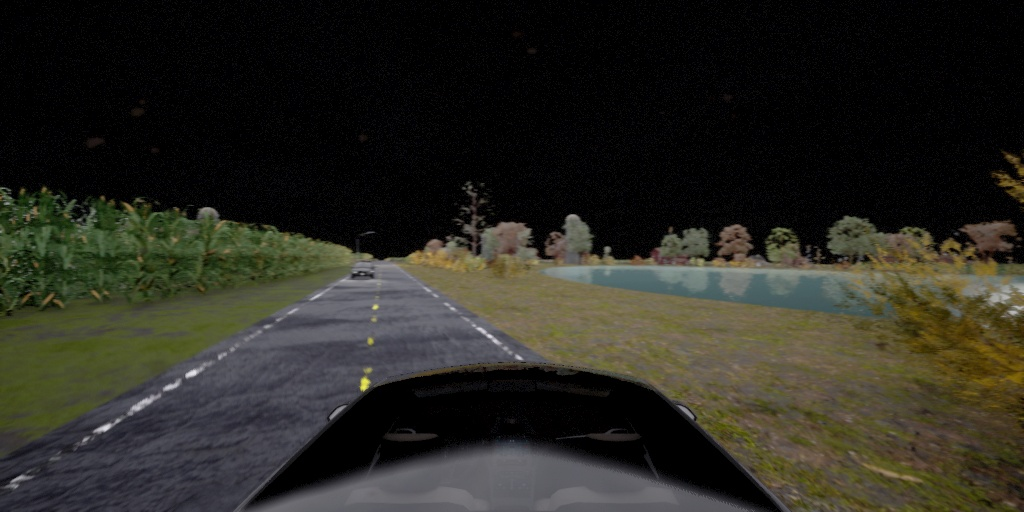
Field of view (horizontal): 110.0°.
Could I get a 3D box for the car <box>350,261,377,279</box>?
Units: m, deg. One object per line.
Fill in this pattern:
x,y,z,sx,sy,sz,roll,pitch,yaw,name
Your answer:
-13.210,1.244,31.952,1.837,1.490,4.892,0,0,-20,car
